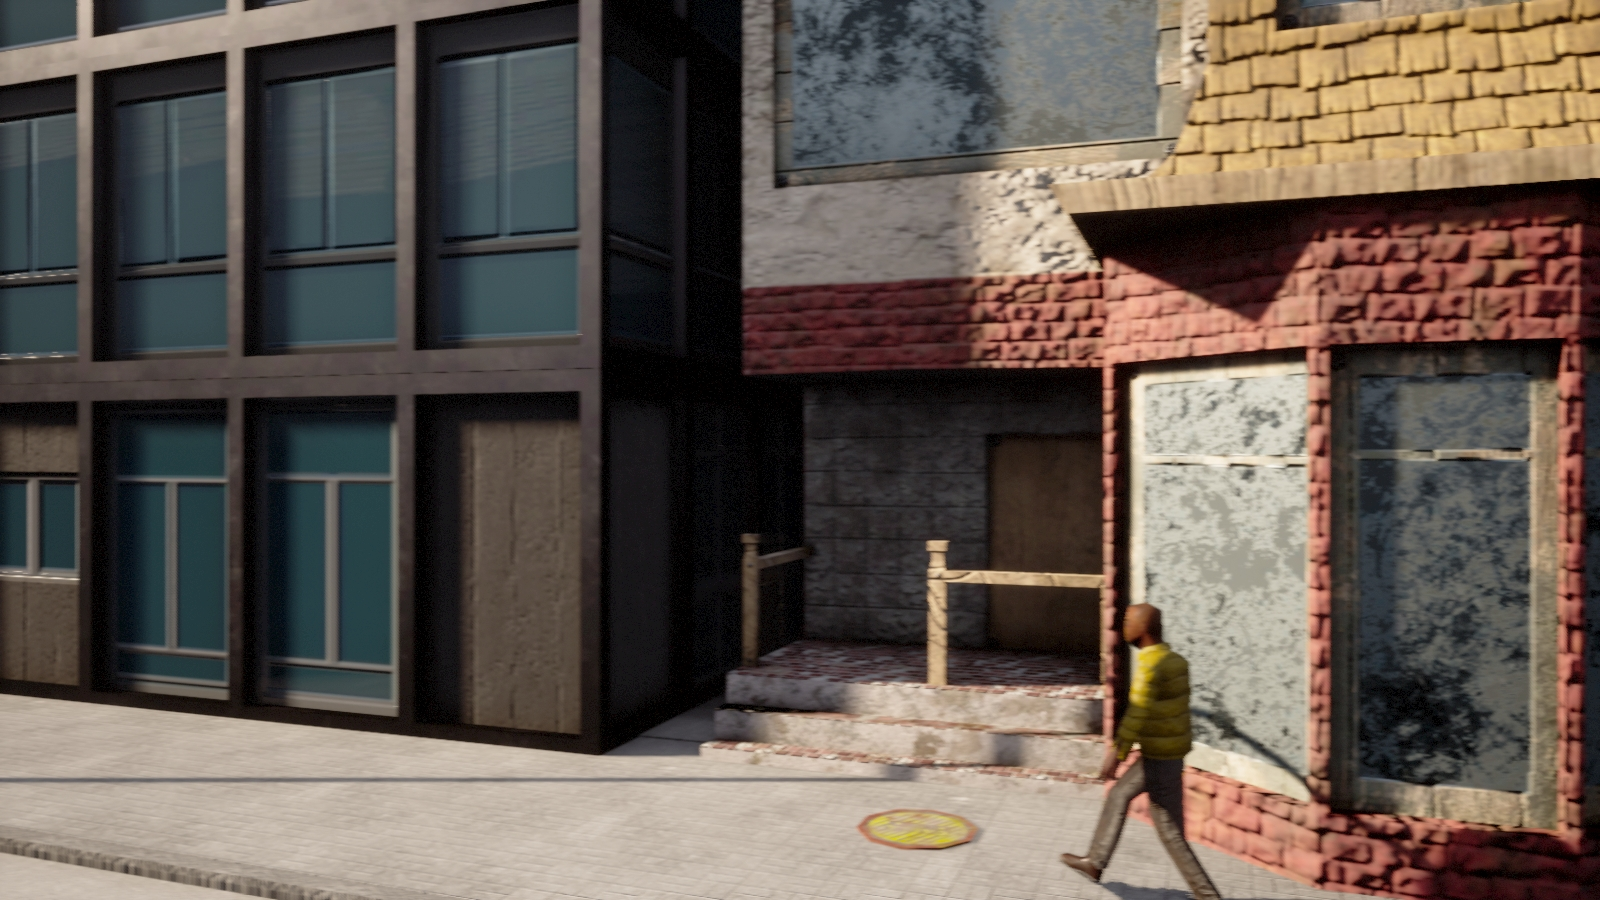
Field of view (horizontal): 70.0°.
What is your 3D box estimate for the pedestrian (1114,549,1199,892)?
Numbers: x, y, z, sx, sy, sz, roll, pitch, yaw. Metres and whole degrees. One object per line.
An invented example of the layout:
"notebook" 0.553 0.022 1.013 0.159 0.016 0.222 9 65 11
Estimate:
"pedestrian" 2.063 1.524 6.607 0.375 1.860 0.375 0 0 35
